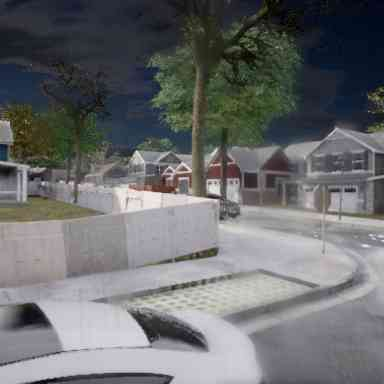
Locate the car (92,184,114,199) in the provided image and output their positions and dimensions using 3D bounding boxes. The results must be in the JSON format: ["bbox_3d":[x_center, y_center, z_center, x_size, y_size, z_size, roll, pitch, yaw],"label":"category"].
[{"bbox_3d":[-9.546,-0.104,36.968,2.097,1.767,4.553,1,2,-34],"label":"car"}]

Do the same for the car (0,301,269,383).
[{"bbox_3d":[-1.503,1.530,1.848,4.674,1.442,1.812,0,0,-35],"label":"car"}]

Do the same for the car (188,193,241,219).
[{"bbox_3d":[1.084,0.836,21.372,1.837,1.490,4.892,1,2,-34],"label":"car"}]
